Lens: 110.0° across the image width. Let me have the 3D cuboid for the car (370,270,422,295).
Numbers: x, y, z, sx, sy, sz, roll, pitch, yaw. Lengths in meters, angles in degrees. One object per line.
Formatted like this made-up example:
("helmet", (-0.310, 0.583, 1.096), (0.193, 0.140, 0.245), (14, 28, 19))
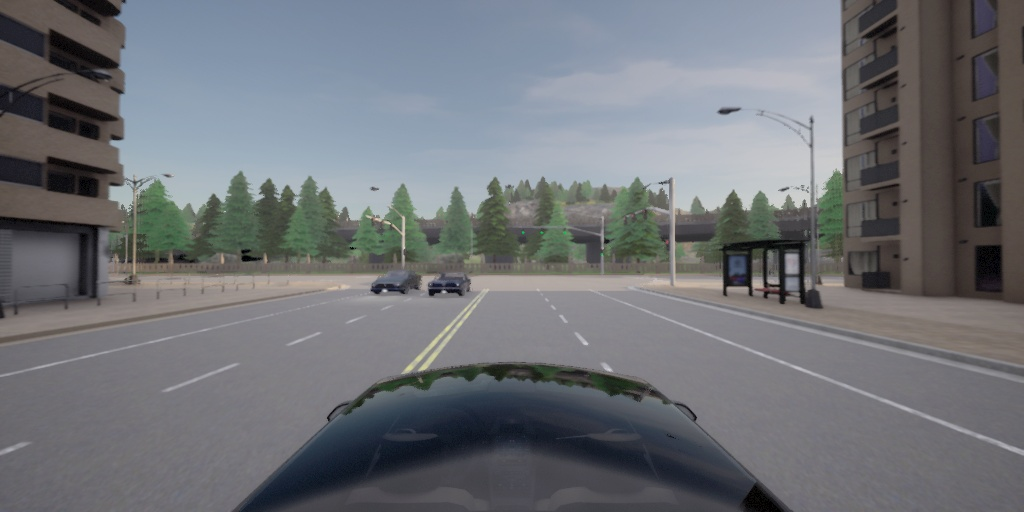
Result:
("car", (-7.017, 1.571, 22.473), (2.033, 1.411, 5.357), (0, -1, 0))

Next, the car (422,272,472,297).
("car", (-3.533, 1.603, 20.908), (1.895, 1.301, 4.718), (0, -1, 1))
